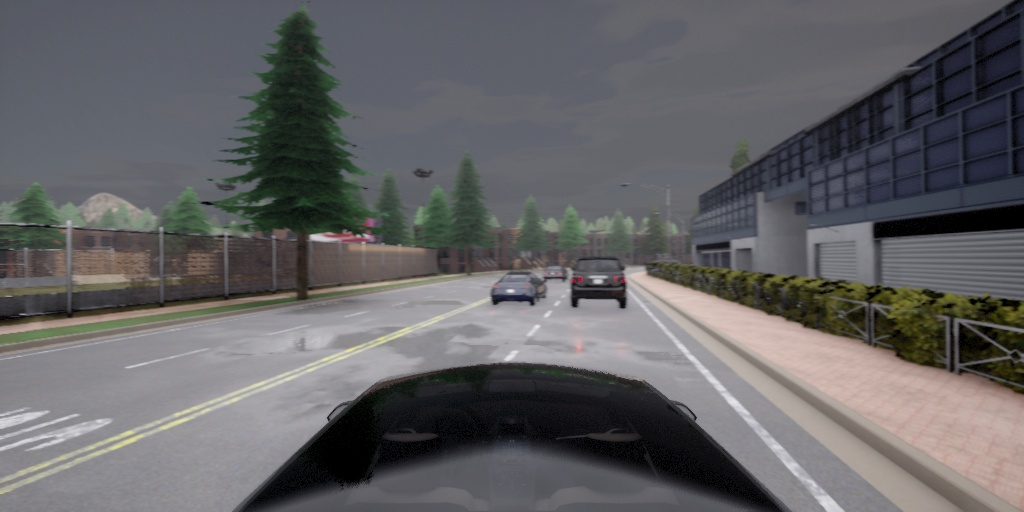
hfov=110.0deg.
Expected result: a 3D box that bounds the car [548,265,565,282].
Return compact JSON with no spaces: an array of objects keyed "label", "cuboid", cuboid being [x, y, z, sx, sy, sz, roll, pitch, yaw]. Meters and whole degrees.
[{"label":"car","cuboid":[3.826,1.466,30.999,2.033,1.411,5.357,-1,0,14]}]

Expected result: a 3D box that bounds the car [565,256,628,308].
[{"label":"car","cuboid":[3.752,1.022,15.629,2.150,2.045,5.566,-1,0,13]}]

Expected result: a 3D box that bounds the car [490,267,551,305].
[{"label":"car","cuboid":[0.420,1.421,16.721,1.994,1.385,4.181,-1,0,14]}]
